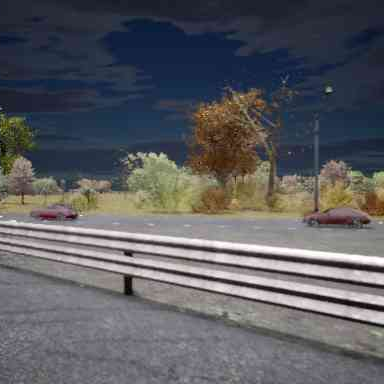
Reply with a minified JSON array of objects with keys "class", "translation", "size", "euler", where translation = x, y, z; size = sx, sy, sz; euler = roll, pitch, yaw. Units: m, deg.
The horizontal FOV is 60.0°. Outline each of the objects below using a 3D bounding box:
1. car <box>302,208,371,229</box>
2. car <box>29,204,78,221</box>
[{"class":"car","translation":[10.508,1.869,24.410],"size":[4.674,1.442,1.812],"euler":[0,0,13]},{"class":"car","translation":[-12.393,1.806,29.871],"size":[4.181,1.385,1.994],"euler":[0,0,13]}]
